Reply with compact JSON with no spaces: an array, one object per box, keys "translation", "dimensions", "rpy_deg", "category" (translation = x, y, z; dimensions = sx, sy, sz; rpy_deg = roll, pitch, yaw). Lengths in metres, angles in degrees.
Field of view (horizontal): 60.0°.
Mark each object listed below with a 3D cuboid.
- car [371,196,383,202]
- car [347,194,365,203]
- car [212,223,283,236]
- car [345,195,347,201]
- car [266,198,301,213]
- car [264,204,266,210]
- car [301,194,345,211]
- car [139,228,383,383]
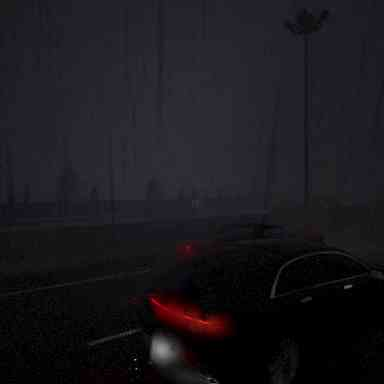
[{"translation":[35.965,1.520,64.417],"dimensions":[1.895,1.301,4.718],"rpy_deg":[0,0,35],"category":"car"},{"translation":[33.147,1.292,66.494],"dimensions":[2.097,1.767,4.553],"rpy_deg":[0,0,35],"category":"car"},{"translation":[2.093,1.603,10.108],"dimensions":[4.718,1.301,1.895],"rpy_deg":[0,0,-40],"category":"car"},{"translation":[34.298,1.464,74.152],"dimensions":[2.033,1.411,5.357],"rpy_deg":[0,0,35],"category":"car"},{"translation":[9.678,1.473,33.786],"dimensions":[1.882,1.535,5.008],"rpy_deg":[0,0,37],"category":"car"},{"translation":[10.541,1.523,40.900],"dimensions":[1.812,1.442,4.674],"rpy_deg":[0,0,36],"category":"car"},{"translation":[12.693,1.205,31.975],"dimensions":[2.150,2.045,5.566],"rpy_deg":[0,0,37],"category":"car"},{"translation":[1.565,1.505,5.208],"dimensions":[4.892,1.490,1.837],"rpy_deg":[0,0,-38],"category":"car"}]
